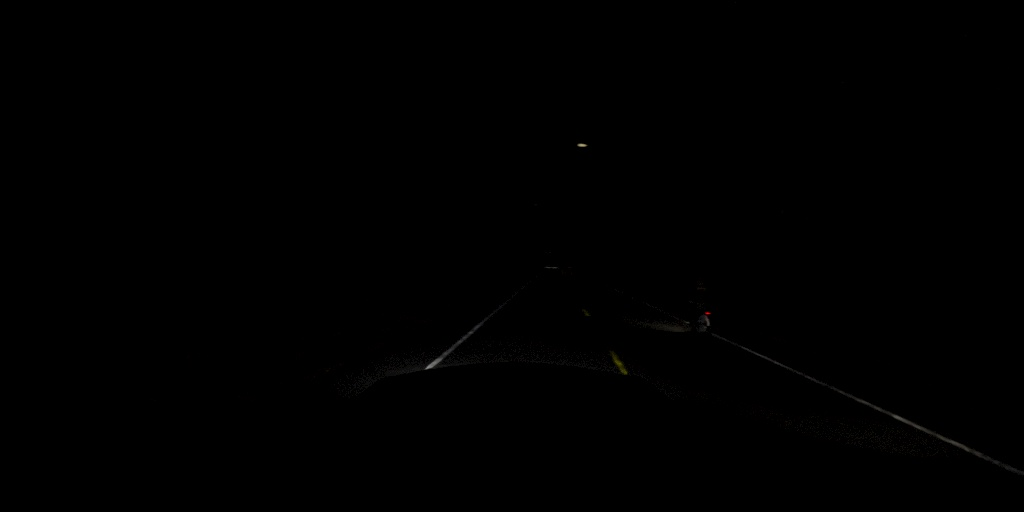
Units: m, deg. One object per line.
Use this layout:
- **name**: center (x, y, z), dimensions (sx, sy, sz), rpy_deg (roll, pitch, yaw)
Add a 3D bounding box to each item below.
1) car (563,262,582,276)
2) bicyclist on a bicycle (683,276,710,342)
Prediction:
- **car**: center (9.613, 1.946, 55.938), dimensions (2.150, 2.045, 5.566), rpy_deg (2, 0, 6)
- **bicyclist on a bicycle**: center (5.256, 1.450, 10.280), dimensions (0.659, 1.776, 1.843), rpy_deg (2, 0, 7)
